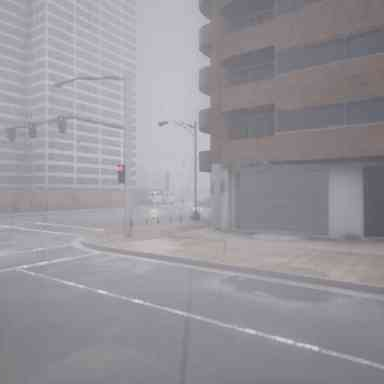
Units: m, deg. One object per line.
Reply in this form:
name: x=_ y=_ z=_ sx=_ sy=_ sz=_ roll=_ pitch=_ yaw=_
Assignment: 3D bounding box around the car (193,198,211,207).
car: x=2.342 y=1.611 z=51.481 sx=2.033 sy=1.411 sz=5.357 roll=0 pitch=0 yaw=35
